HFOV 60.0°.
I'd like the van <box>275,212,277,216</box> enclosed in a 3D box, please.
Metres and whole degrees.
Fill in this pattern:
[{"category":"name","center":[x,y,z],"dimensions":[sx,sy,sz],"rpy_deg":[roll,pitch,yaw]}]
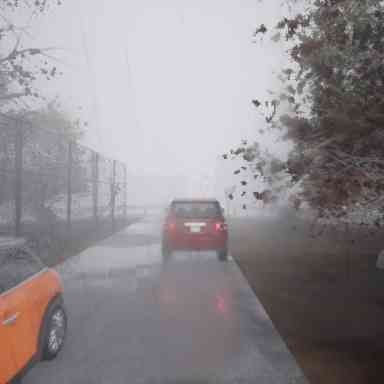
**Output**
[{"category":"van","center":[14.560,4.262,56.051],"dimensions":[1.878,1.987,4.442],"rpy_deg":[0,0,-18]}]

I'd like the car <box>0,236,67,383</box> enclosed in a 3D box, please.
[{"category":"car","center":[-2.847,1.353,2.875],"dimensions":[2.097,1.767,4.553],"rpy_deg":[0,0,0]}]

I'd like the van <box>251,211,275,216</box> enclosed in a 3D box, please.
[{"category":"van","center":[11.603,4.262,56.145],"dimensions":[1.878,1.987,4.442],"rpy_deg":[0,0,-18]}]

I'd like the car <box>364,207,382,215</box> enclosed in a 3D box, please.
[{"category":"car","center":[40.265,4.058,70.822],"dimensions":[5.566,2.045,2.435],"rpy_deg":[-1,1,-17]}]

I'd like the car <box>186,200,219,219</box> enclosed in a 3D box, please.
[{"category":"car","center":[1.064,1.508,30.075],"dimensions":[1.837,1.490,4.892],"rpy_deg":[-2,-1,16]}]

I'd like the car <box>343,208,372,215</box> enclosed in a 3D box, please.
[{"category":"car","center":[26.413,4.235,55.592],"dimensions":[2.435,2.045,5.566],"rpy_deg":[0,0,-18]}]

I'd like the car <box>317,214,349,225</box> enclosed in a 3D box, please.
[{"category":"car","center":[23.496,4.516,55.645],"dimensions":[2.163,1.488,4.792],"rpy_deg":[0,0,-18]}]

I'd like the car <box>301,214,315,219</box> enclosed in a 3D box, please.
[{"category":"car","center":[17.572,4.236,55.825],"dimensions":[2.435,2.045,5.566],"rpy_deg":[0,0,-18]}]

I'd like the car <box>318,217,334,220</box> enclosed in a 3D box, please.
[{"category":"car","center":[20.530,4.235,55.731],"dimensions":[2.435,2.045,5.566],"rpy_deg":[0,0,-18]}]

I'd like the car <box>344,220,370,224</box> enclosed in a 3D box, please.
[{"category":"car","center":[19.828,4.429,38.797],"dimensions":[2.435,2.045,5.566],"rpy_deg":[0,1,-18]}]

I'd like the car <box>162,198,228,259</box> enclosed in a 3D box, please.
[{"category":"car","center":[0.100,1.223,12.668],"dimensions":[2.150,2.045,5.566],"rpy_deg":[0,0,0]}]
